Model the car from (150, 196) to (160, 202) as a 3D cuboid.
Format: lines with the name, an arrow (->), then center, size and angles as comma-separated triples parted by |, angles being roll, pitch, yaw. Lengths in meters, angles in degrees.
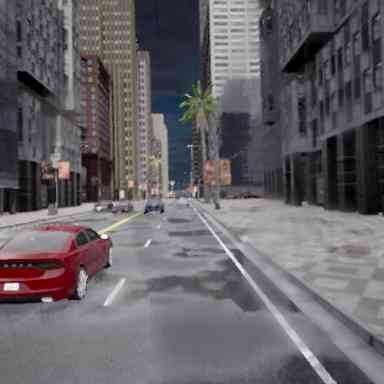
car -> -8.784, 1.642, 78.407 | 1.994, 1.385, 4.181 | -1, -1, -2

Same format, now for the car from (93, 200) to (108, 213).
car -> -11.008, 1.814, 41.702 | 2.128, 1.511, 4.902 | -1, 0, -2

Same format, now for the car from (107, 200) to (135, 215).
car -> -7.633, 1.779, 37.348 | 2.033, 1.411, 5.357 | -1, 0, -2

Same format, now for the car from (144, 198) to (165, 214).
car -> -4.224, 1.507, 38.237 | 2.097, 1.767, 4.553 | -1, 0, -2

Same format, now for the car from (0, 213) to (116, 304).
car -> -3.326, 1.566, 8.482 | 1.882, 1.535, 5.008 | -1, 0, -2

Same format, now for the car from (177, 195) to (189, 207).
car -> -1.523, 1.687, 56.644 | 1.812, 1.442, 4.674 | -1, 0, -2
